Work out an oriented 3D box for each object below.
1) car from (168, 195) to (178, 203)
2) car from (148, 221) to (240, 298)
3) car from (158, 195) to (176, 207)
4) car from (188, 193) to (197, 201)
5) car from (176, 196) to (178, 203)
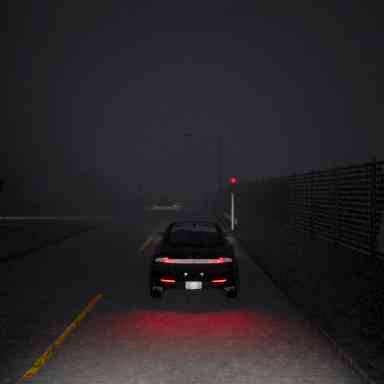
[{"bbox_3d":[-3.951,1.477,71.138,1.882,1.535,5.008,0,0,0],"label":"car"},{"bbox_3d":[0.054,1.491,8.498,2.128,1.511,4.902,0,0,1],"label":"car"},{"bbox_3d":[-4.060,1.351,51.335,2.097,1.767,4.553,0,0,0],"label":"car"},{"bbox_3d":[0.056,1.224,87.465,2.150,2.045,5.566,0,0,0],"label":"car"},{"bbox_3d":[-4.025,1.600,60.703,1.895,1.301,4.718,0,0,0],"label":"car"}]
